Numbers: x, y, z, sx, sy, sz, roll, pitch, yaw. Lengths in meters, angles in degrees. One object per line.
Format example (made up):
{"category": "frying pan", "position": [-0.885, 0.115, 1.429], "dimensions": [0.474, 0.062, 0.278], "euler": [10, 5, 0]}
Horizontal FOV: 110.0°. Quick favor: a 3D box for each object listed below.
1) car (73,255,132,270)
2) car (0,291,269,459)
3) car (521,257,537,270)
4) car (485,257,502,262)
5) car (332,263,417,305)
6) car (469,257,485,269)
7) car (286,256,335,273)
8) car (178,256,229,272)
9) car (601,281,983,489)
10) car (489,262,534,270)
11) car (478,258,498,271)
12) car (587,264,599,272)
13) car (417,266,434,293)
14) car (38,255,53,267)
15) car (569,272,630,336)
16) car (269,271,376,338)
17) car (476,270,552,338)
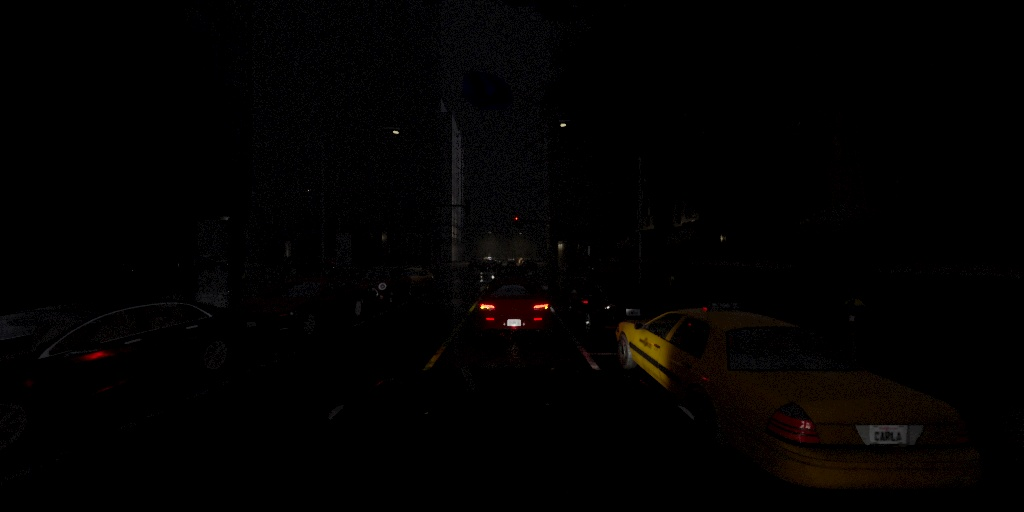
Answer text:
{"category": "car", "position": [-37.280, 0.622, 32.517], "dimensions": [4.181, 1.385, 1.994], "euler": [1, 0, -1]}
{"category": "car", "position": [-5.765, 1.300, 4.756], "dimensions": [2.007, 1.370, 4.403], "euler": [0, 0, 0]}
{"category": "car", "position": [2.703, 1.202, 53.107], "dimensions": [1.967, 1.591, 4.097], "euler": [0, 0, 0]}
{"category": "car", "position": [-3.151, 1.328, 57.913], "dimensions": [1.994, 1.385, 4.181], "euler": [0, 0, 0]}
{"category": "car", "position": [-5.778, 1.190, 15.670], "dimensions": [1.967, 1.591, 4.097], "euler": [0, 0, 0]}
{"category": "car", "position": [-5.829, 1.079, 58.535], "dimensions": [2.192, 1.841, 5.009], "euler": [0, 0, 0]}
{"category": "car", "position": [-17.857, 0.936, 32.571], "dimensions": [4.892, 1.490, 1.837], "euler": [1, 0, 0]}
{"category": "car", "position": [-27.357, 0.752, 32.542], "dimensions": [4.892, 1.490, 1.837], "euler": [1, 0, 0]}
{"category": "car", "position": [2.760, 1.275, 4.939], "dimensions": [1.751, 1.417, 4.829], "euler": [0, 0, 0]}
{"category": "car", "position": [-0.001, 1.256, 18.925], "dimensions": [1.837, 1.490, 4.892], "euler": [0, 0, 0]}
{"category": "car", "position": [-3.152, 1.285, 47.945], "dimensions": [1.812, 1.442, 4.674], "euler": [0, 0, 0]}
{"category": "car", "position": [10.355, 1.208, 35.699], "dimensions": [5.566, 2.045, 2.150], "euler": [1, 0, -2]}
{"category": "car", "position": [-5.784, 1.277, 20.957], "dimensions": [1.751, 1.417, 4.829], "euler": [0, 0, 0]}
{"category": "car", "position": [-48.654, 0.409, 35.630], "dimensions": [4.181, 1.385, 1.994], "euler": [1, 0, 0]}
{"category": "car", "position": [2.754, 1.316, 10.225], "dimensions": [1.948, 1.339, 4.313], "euler": [0, 0, 0]}
{"category": "car", "position": [-5.771, 1.295, 10.213], "dimensions": [1.888, 1.381, 4.507], "euler": [0, 0, 0]}
{"category": "car", "position": [0.061, 1.276, 10.059], "dimensions": [1.812, 1.442, 4.674], "euler": [0, 0, 0]}
